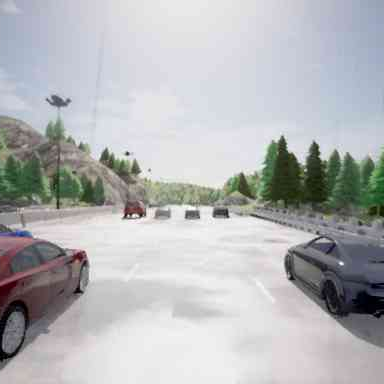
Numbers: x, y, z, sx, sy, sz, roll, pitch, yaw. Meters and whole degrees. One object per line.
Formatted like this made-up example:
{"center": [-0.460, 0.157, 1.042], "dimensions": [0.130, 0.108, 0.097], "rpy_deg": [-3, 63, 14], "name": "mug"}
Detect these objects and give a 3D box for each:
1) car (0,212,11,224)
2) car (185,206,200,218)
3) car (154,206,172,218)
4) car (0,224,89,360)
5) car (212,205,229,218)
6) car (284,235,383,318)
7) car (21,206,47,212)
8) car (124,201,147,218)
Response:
{"center": [-6.916, 1.611, 10.539], "dimensions": [1.882, 1.535, 5.008], "rpy_deg": [0, -1, 0], "name": "car"}
{"center": [0.053, 2.424, 40.366], "dimensions": [2.033, 1.411, 5.357], "rpy_deg": [0, -2, 0], "name": "car"}
{"center": [-3.453, 2.414, 40.232], "dimensions": [2.033, 1.411, 5.357], "rpy_deg": [0, -2, 0], "name": "car"}
{"center": [-3.411, 1.551, 6.080], "dimensions": [1.882, 1.535, 5.008], "rpy_deg": [0, -1, 0], "name": "car"}
{"center": [3.548, 2.409, 42.073], "dimensions": [1.882, 1.535, 5.008], "rpy_deg": [0, -1, 0], "name": "car"}
{"center": [3.586, 1.673, 7.727], "dimensions": [1.994, 1.385, 4.181], "rpy_deg": [0, -1, 0], "name": "car"}
{"center": [-17.634, 2.284, 37.315], "dimensions": [1.812, 1.442, 4.674], "rpy_deg": [0, -2, 0], "name": "car"}
{"center": [-6.960, 2.111, 41.137], "dimensions": [2.150, 2.045, 5.566], "rpy_deg": [0, -1, 0], "name": "car"}
